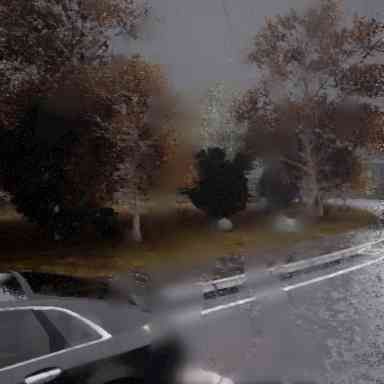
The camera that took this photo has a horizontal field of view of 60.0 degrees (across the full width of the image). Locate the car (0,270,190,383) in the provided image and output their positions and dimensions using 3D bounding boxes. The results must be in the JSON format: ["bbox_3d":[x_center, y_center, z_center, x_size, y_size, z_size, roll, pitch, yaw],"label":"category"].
[{"bbox_3d":[-2.294,1.507,2.458,4.892,1.490,1.837,0,0,-36],"label":"car"}]
